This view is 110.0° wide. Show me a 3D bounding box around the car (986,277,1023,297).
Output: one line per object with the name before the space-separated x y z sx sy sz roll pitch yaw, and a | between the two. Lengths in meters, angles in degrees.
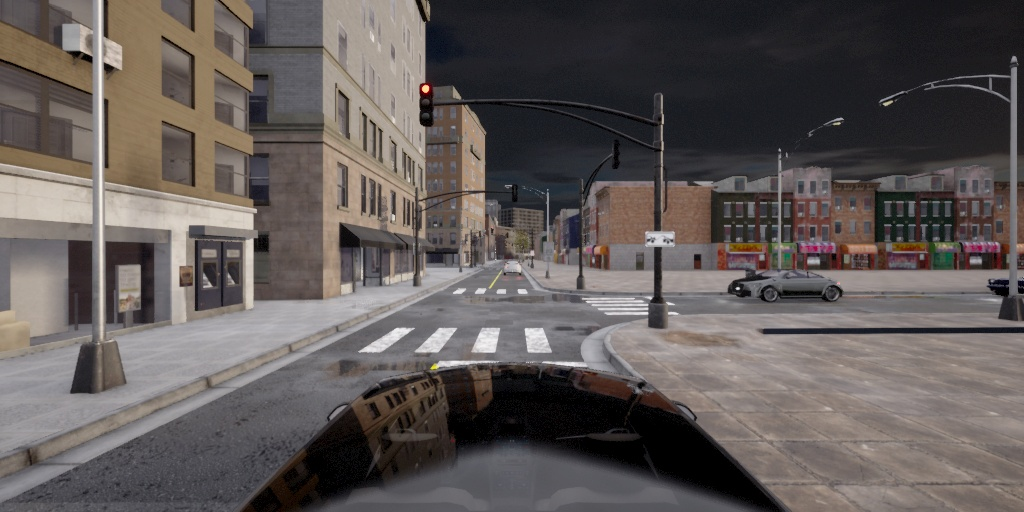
car | 24.570 1.251 16.030 4.718 1.301 1.895 0 0 0

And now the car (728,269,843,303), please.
car | 12.041 1.260 15.962 4.181 1.385 1.994 0 0 0

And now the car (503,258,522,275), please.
car | 0.064 1.281 38.327 1.812 1.442 4.674 0 0 0
